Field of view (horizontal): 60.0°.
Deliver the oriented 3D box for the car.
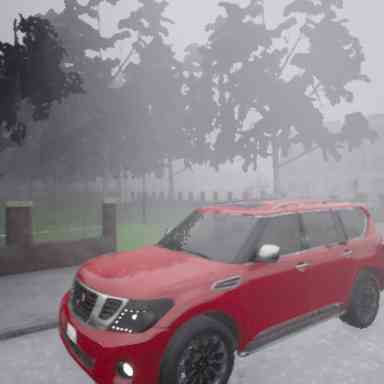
[{"bbox_3d":[0.924,1.170,5.262,5.566,2.045,2.150,-1,0,-36],"label":"car"}]
